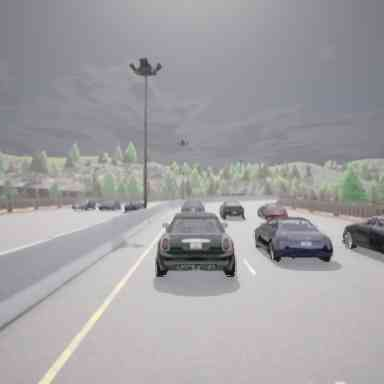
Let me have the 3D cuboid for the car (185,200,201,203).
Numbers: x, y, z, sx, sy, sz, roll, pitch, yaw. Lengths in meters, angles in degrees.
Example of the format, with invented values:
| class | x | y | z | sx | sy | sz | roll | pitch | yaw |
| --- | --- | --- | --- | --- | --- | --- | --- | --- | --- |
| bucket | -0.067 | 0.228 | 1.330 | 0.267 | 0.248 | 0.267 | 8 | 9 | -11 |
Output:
| class | x | y | z | sx | sy | sz | roll | pitch | yaw |
| --- | --- | --- | --- | --- | --- | --- | --- | --- | --- |
| car | 0.103 | 1.462 | 28.512 | 2.097 | 1.767 | 4.553 | 0 | 0 | 0 |

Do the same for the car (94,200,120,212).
| class | x | y | z | sx | sy | sz | roll | pitch | yaw |
| --- | --- | --- | --- | --- | --- | --- | --- | --- | --- |
| car | -10.456 | 1.715 | 42.720 | 2.033 | 1.411 | 5.357 | 0 | 0 | 2 |

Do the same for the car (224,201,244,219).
| class | x | y | z | sx | sy | sz | roll | pitch | yaw |
| --- | --- | --- | --- | --- | --- | --- | --- | --- | --- |
| car | 3.603 | 1.596 | 30.621 | 1.882 | 1.535 | 5.008 | 0 | 0 | 0 |

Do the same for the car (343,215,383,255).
| class | x | y | z | sx | sy | sz | roll | pitch | yaw |
| --- | --- | --- | --- | --- | --- | --- | --- | --- | --- |
| car | 7.101 | 1.535 | 11.719 | 2.128 | 1.511 | 4.902 | 0 | 0 | 0 |

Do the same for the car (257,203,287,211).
| class | x | y | z | sx | sy | sz | roll | pitch | yaw |
| --- | --- | --- | --- | --- | --- | --- | --- | --- | --- |
| car | 7.103 | 1.679 | 29.738 | 1.994 | 1.385 | 4.181 | 0 | 0 | 0 |

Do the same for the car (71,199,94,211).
| class | x | y | z | sx | sy | sz | roll | pitch | yaw |
| --- | --- | --- | --- | --- | --- | --- | --- | --- | --- |
| car | -13.896 | 1.662 | 42.913 | 2.128 | 1.511 | 4.902 | 0 | 0 | 2 |

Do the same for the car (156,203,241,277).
| class | x | y | z | sx | sy | sz | roll | pitch | yaw |
| --- | --- | --- | --- | --- | --- | --- | --- | --- | --- |
| car | 0.101 | 1.391 | 10.574 | 2.097 | 1.767 | 4.553 | 0 | 0 | 0 |

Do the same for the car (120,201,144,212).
| class | x | y | z | sx | sy | sz | roll | pitch | yaw |
| --- | --- | --- | --- | --- | --- | --- | --- | --- | --- |
| car | -7.000 | 1.759 | 40.631 | 1.895 | 1.301 | 4.718 | 0 | 0 | 1 |

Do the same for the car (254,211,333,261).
| class | x | y | z | sx | sy | sz | roll | pitch | yaw |
| --- | --- | --- | --- | --- | --- | --- | --- | --- | --- |
| car | 3.602 | 1.611 | 12.484 | 1.994 | 1.385 | 4.181 | 0 | 0 | 0 |
